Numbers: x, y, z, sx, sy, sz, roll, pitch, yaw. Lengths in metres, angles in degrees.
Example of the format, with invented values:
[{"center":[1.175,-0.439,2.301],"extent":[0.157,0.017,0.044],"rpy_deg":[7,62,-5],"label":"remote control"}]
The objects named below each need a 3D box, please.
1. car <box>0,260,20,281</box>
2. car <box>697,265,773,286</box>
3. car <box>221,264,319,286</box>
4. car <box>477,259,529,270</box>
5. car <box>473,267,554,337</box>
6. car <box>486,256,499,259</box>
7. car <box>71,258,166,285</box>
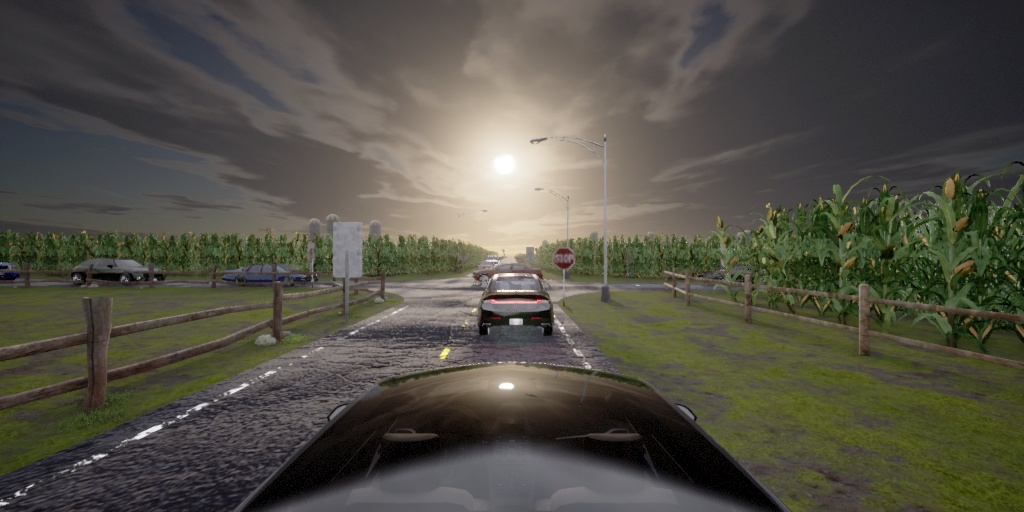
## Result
[{"center":[-35.989,0.766,23.449],"extent":[5.566,2.045,2.150],"rpy_deg":[0,-1,1],"label":"car"},{"center":[16.018,1.382,25.914],"extent":[4.892,1.490,1.837],"rpy_deg":[0,-1,1],"label":"car"},{"center":[-15.619,1.198,23.282],"extent":[5.357,1.411,2.033],"rpy_deg":[0,-1,-1],"label":"car"},{"center":[-0.290,1.231,26.053],"extent":[5.008,1.535,1.882],"rpy_deg":[0,0,1],"label":"car"},{"center":[0.092,1.242,10.361],"extent":[2.128,1.511,4.902],"rpy_deg":[0,0,0],"label":"car"},{"center":[-2.874,0.955,51.092],"extent":[2.150,2.045,5.566],"rpy_deg":[0,0,1],"label":"car"},{"center":[-25.483,0.948,23.347],"extent":[4.553,1.767,2.097],"rpy_deg":[0,-1,1],"label":"car"}]
